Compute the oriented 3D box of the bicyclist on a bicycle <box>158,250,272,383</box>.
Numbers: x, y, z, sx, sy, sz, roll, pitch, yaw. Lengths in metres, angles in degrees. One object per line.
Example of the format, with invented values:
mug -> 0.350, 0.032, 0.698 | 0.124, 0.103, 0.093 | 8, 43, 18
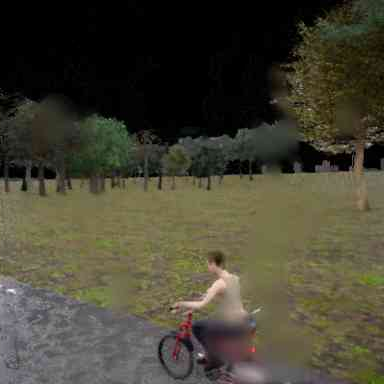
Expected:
bicyclist on a bicycle -> 0.192, 1.440, 3.699 | 1.509, 1.612, 0.866 | 0, 0, 36
